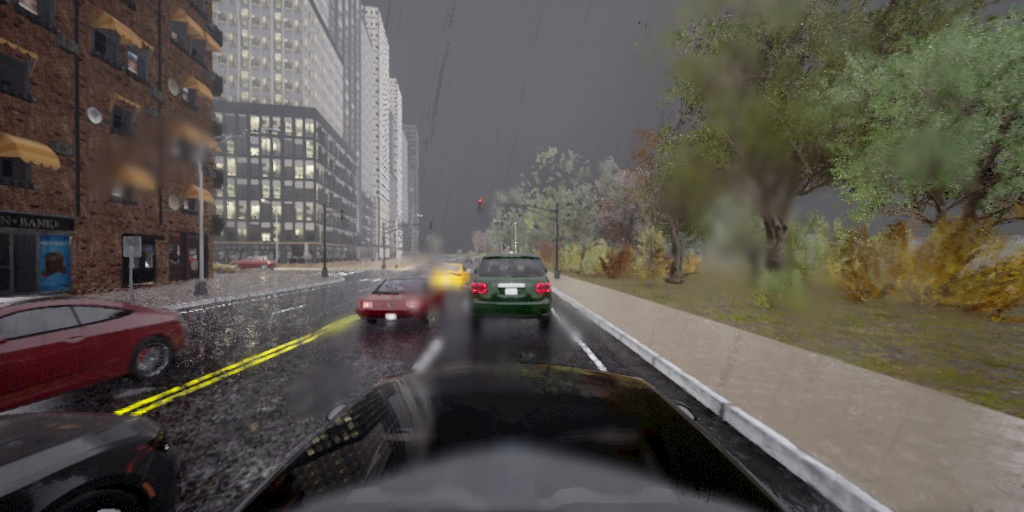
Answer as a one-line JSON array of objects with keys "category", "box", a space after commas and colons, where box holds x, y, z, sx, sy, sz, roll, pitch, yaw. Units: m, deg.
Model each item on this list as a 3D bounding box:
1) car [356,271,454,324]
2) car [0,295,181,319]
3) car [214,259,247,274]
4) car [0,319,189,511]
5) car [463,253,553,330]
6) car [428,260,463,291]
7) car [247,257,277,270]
[{"category": "car", "box": [-3.296, 1.337, 11.856, 1.895, 1.301, 4.718, 0, 0, -1]}, {"category": "car", "box": [-6.635, 1.272, 4.461, 1.812, 1.442, 4.674, 0, 0, 0]}, {"category": "car", "box": [-26.688, 0.905, 31.481, 4.829, 1.417, 1.751, 0, 0, -11]}, {"category": "car", "box": [-3.182, 1.255, 0.412, 1.837, 1.490, 4.892, 0, 0, 0]}, {"category": "car", "box": [-0.043, 0.955, 11.209, 2.150, 2.045, 5.566, 0, 0, -1]}, {"category": "car", "box": [-3.610, 1.198, 21.671, 1.882, 1.535, 5.008, 0, 0, -2]}, {"category": "car", "box": [-28.725, 0.761, 39.793, 4.097, 1.591, 1.967, 0, 0, -11]}]
